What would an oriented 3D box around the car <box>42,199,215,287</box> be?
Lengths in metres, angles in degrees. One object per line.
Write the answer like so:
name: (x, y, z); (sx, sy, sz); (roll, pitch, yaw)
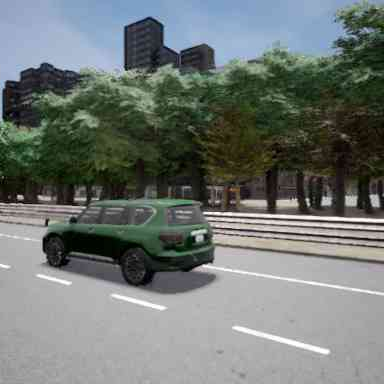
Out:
car: (-2.001, 1.223, 9.596); (5.566, 2.045, 2.150); (0, 0, 36)
